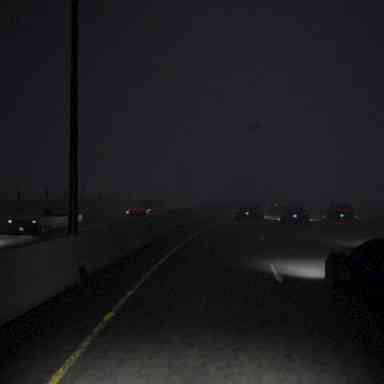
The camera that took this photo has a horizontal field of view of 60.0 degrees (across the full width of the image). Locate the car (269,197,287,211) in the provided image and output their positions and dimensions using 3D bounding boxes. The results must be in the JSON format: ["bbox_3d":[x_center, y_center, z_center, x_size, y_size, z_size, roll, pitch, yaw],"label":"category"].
[{"bbox_3d":[11.218,1.599,42.340,2.163,1.488,4.792,0,0,27],"label":"car"}]

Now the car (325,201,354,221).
[{"bbox_3d":[12.356,1.551,27.891,1.837,1.490,4.892,0,0,20],"label":"car"}]

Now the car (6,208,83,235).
[{"bbox_3d":[-8.398,1.618,19.372,1.895,1.301,4.718,0,0,12],"label":"car"}]

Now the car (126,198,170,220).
[{"bbox_3d":[-3.269,1.390,25.505,2.097,1.767,4.553,0,0,16],"label":"car"}]

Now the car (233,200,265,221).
[{"bbox_3d":[4.855,1.610,27.479,1.994,1.385,4.181,0,0,18],"label":"car"}]

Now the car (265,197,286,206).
[{"bbox_3d":[15.569,1.706,61.679,1.837,1.490,4.892,-1,-1,40],"label":"car"}]

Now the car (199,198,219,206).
[{"bbox_3d":[2.991,1.706,56.241,1.812,1.442,4.674,0,0,33],"label":"car"}]

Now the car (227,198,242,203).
[{"bbox_3d":[7.487,1.743,56.684,1.994,1.385,4.181,0,0,35],"label":"car"}]

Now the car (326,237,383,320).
[{"bbox_3d":[4.010,1.542,6.128,1.812,1.442,4.674,0,0,4],"label":"car"}]

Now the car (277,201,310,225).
[{"bbox_3d":[7.566,1.604,24.546,1.994,1.385,4.181,0,0,16],"label":"car"}]
